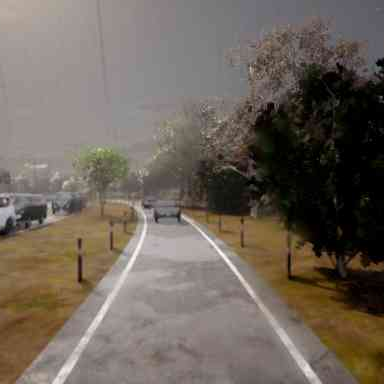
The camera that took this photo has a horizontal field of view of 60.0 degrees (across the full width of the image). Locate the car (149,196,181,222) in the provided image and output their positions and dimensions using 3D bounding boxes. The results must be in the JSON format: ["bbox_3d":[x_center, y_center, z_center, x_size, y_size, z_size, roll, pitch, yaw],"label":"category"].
[{"bbox_3d":[-1.918,1.305,24.662,2.128,1.511,4.902,0,0,-8],"label":"car"}]

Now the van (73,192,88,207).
[{"bbox_3d":[-15.862,1.059,47.342,1.878,1.987,4.442,1,-1,-19],"label":"van"}]

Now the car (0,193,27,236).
[{"bbox_3d":[-9.693,1.103,14.525,2.435,2.045,5.566,1,-1,-7],"label":"car"}]

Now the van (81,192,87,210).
[{"bbox_3d":[-13.010,1.040,36.527,1.878,1.987,4.442,1,-1,-14],"label":"van"}]

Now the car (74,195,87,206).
[{"bbox_3d":[-17.576,1.308,52.586,1.946,1.575,5.366,1,-1,-18],"label":"car"}]

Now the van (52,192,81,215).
[{"bbox_3d":[-11.858,1.048,31.067,1.878,1.987,4.442,1,-1,-13],"label":"van"}]

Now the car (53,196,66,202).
[{"bbox_3d":[-34.642,1.753,87.093,2.097,1.535,5.008,-1,0,-33],"label":"car"}]

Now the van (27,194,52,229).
[{"bbox_3d":[-10.208,1.095,20.004,1.878,1.987,4.442,1,-1,-8],"label":"van"}]

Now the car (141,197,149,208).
[{"bbox_3d":[-5.165,1.238,40.924,1.994,1.385,4.181,-1,1,-14],"label":"car"}]

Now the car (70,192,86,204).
[{"bbox_3d":[-21.654,1.155,63.168,2.435,2.045,5.566,2,-2,-23],"label":"car"}]
